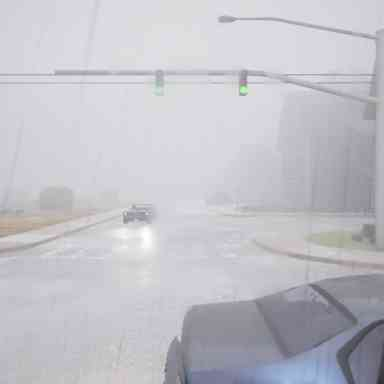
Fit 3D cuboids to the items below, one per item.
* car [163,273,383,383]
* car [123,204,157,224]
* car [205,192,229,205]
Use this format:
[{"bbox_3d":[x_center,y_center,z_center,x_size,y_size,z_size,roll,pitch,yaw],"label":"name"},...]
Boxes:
[{"bbox_3d":[2.419,1.556,3.096,5.357,1.411,2.033,0,0,1],"label":"car"},{"bbox_3d":[-3.685,1.522,24.048,1.895,1.301,4.718,0,0,0],"label":"car"},{"bbox_3d":[3.932,0.991,52.666,1.905,1.878,3.866,-8,4,-42],"label":"car"}]
